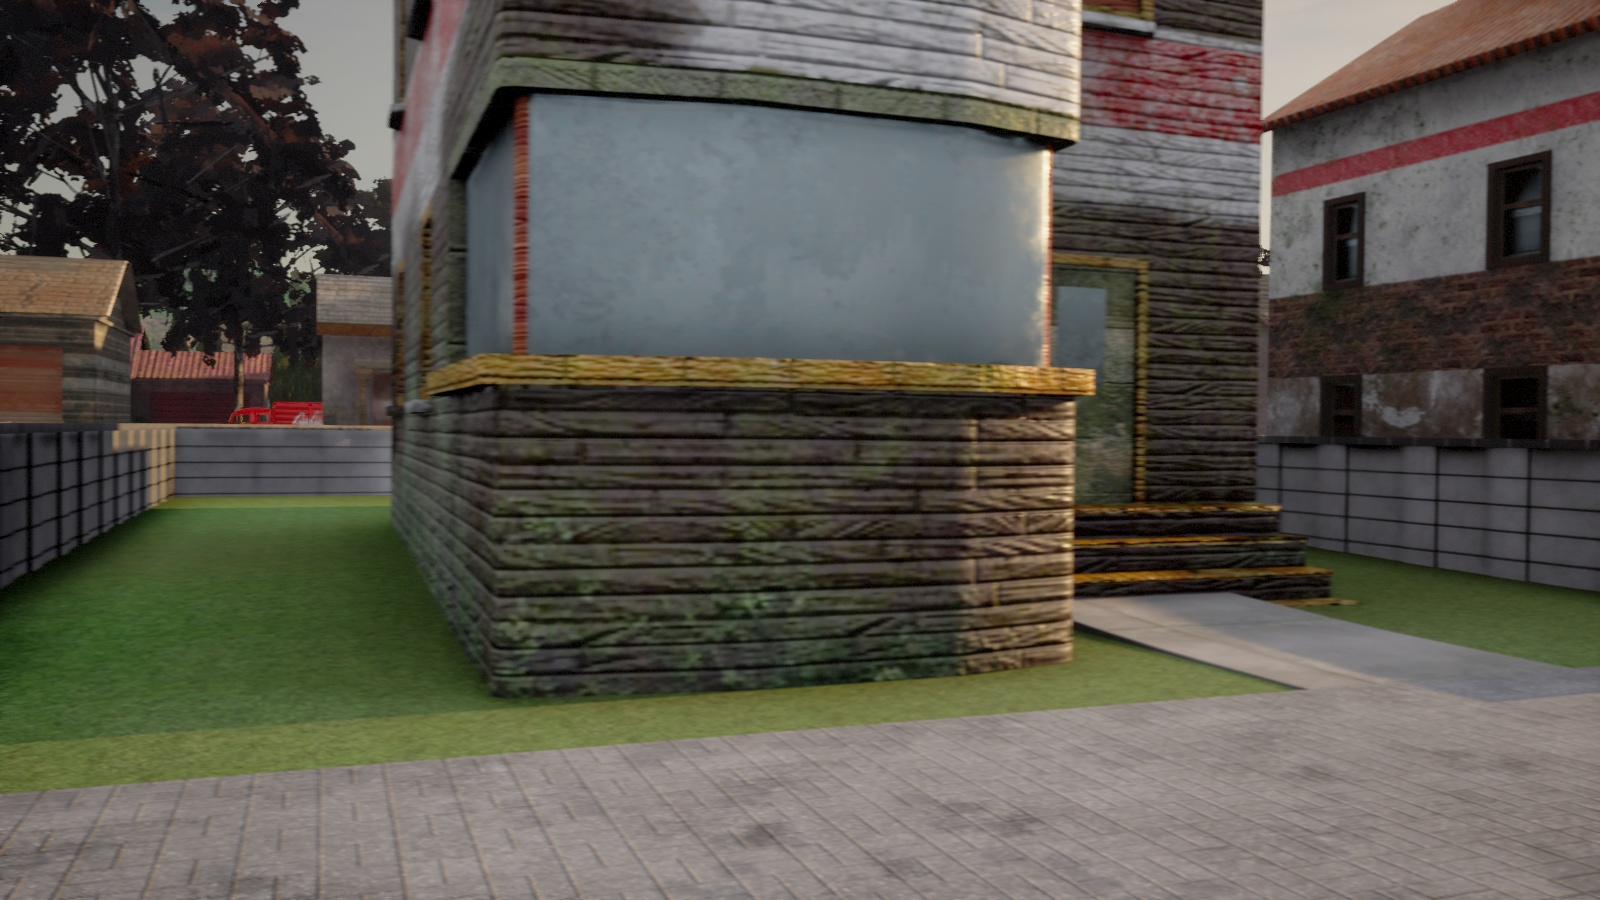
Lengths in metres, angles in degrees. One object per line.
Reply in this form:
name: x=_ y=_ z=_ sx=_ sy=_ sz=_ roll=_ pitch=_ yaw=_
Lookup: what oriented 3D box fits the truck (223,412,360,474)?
truck: x=-21.344 y=-0.319 z=52.905 sx=5.204 sy=2.467 sz=2.627 roll=-1 pitch=1 yaw=-21
